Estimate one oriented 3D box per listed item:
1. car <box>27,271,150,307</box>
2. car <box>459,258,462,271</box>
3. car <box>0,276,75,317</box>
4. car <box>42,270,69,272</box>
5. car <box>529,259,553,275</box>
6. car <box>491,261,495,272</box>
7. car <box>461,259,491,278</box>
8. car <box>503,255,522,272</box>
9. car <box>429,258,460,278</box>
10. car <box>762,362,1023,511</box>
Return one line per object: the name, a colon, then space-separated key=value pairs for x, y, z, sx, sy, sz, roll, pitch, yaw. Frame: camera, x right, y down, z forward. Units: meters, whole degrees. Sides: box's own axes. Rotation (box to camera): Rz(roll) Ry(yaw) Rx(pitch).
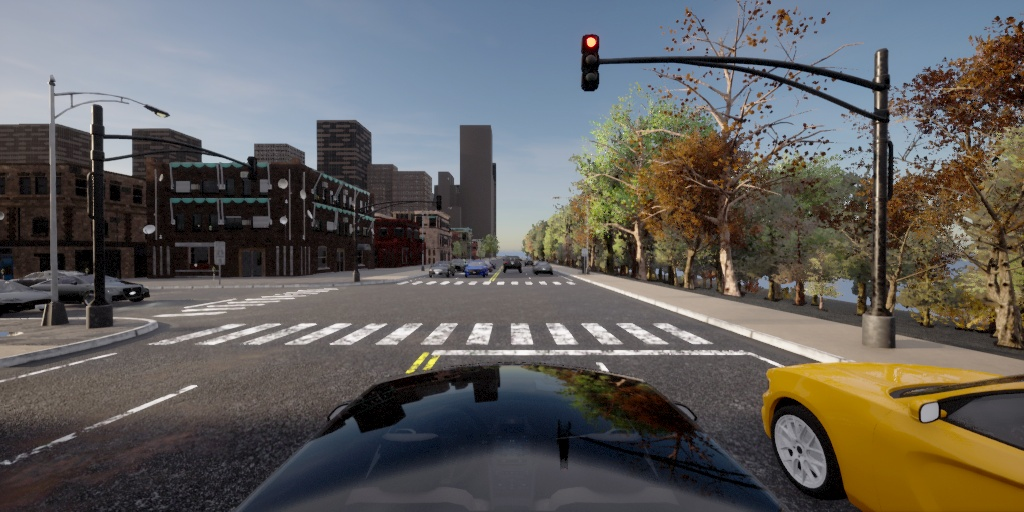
car: x=-19.186 y=1.527 z=16.243 sx=4.181 sy=1.385 sz=1.994 roll=-1 pitch=1 yaw=0
car: x=-6.634 y=1.087 z=44.216 sx=2.097 sy=1.767 sz=4.553 roll=0 pitch=0 yaw=0
car: x=-19.959 y=1.565 z=13.537 sx=4.313 sy=1.339 sz=1.948 roll=0 pitch=0 yaw=0
car: x=-28.301 y=1.560 z=22.040 sx=4.403 sy=1.370 sz=2.007 roll=0 pitch=0 yaw=0
car: x=3.309 y=1.301 z=39.411 sx=1.994 sy=1.385 sz=4.181 roll=0 pitch=0 yaw=0
car: x=-3.382 y=1.261 z=44.130 sx=1.812 sy=1.442 sz=4.674 roll=0 pitch=0 yaw=0
car: x=-3.376 y=1.217 z=34.733 sx=1.882 sy=1.535 sz=5.008 roll=0 pitch=0 yaw=0
car: x=0.054 y=0.956 z=44.929 sx=2.150 sy=2.045 sz=5.566 roll=0 pitch=0 yaw=0
car: x=-6.625 y=1.231 z=34.342 sx=2.128 sy=1.511 sz=4.902 roll=0 pitch=0 yaw=0
car: x=3.351 y=1.228 z=1.432 sx=1.882 sy=1.535 sz=5.008 roll=0 pitch=0 yaw=0
